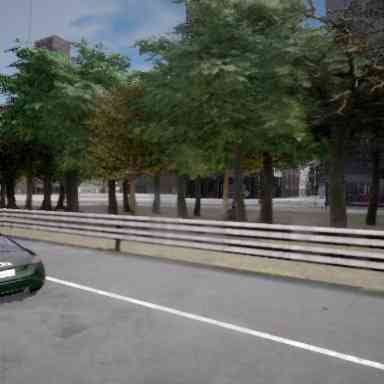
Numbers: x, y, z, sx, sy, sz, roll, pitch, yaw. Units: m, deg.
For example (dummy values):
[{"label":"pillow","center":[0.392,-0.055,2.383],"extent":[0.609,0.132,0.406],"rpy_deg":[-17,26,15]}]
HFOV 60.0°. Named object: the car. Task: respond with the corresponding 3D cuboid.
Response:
[{"label":"car","center":[-5.250,1.565,7.656],"extent":[4.181,1.385,1.994],"rpy_deg":[0,0,36]}]
